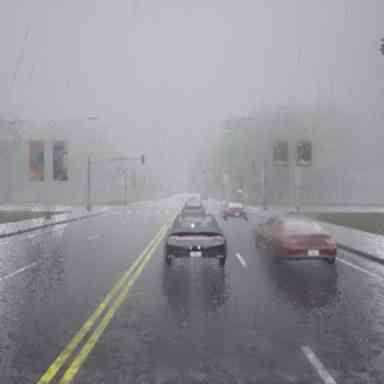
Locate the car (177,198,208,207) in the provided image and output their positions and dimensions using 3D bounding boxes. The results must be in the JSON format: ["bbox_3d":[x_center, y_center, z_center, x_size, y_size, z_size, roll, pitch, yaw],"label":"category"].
[{"bbox_3d":[0.105,1.466,26.535,2.128,1.511,4.902,0,0,0],"label":"car"}]

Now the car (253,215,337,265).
[{"bbox_3d":[3.351,1.507,11.459,1.812,1.442,4.674,0,0,0],"label":"car"}]

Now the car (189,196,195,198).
[{"bbox_3d":[0.016,1.697,91.387,1.882,1.535,5.008,0,-1,0],"label":"car"}]

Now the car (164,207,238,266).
[{"bbox_3d":[0.102,1.472,11.429,2.128,1.511,4.902,0,0,0],"label":"car"}]

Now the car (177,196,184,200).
[{"bbox_3d":[-3.234,1.846,93.090,1.895,1.301,4.718,0,-1,0],"label":"car"}]

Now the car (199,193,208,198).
[{"bbox_3d":[3.266,1.425,91.037,2.150,2.045,5.566,0,-1,0],"label":"car"}]

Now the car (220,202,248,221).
[{"bbox_3d":[3.355,1.501,27.107,1.812,1.442,4.674,0,0,0],"label":"car"}]
